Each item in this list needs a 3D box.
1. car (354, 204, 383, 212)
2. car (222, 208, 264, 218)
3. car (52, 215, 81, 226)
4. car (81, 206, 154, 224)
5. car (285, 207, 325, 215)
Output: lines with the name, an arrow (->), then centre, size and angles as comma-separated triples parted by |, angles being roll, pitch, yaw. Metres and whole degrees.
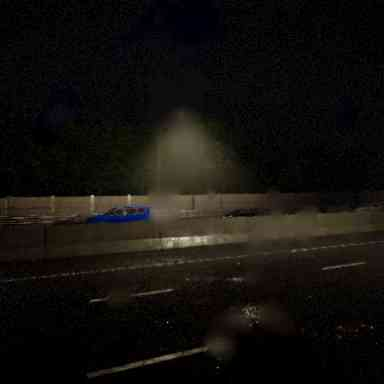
car -> 24.212, 2.325, 45.300 | 4.674, 1.442, 1.812 | -1, -2, -25
car -> 5.665, 2.534, 36.698 | 4.892, 1.490, 1.837 | -1, -2, -25
car -> -9.659, 2.697, 29.600 | 5.357, 1.411, 2.033 | 0, -2, -25
car -> -5.897, 2.221, 27.495 | 5.566, 2.045, 2.150 | -1, -2, -25
car -> 12.164, 2.365, 35.850 | 4.892, 1.490, 1.837 | 0, -2, -25
